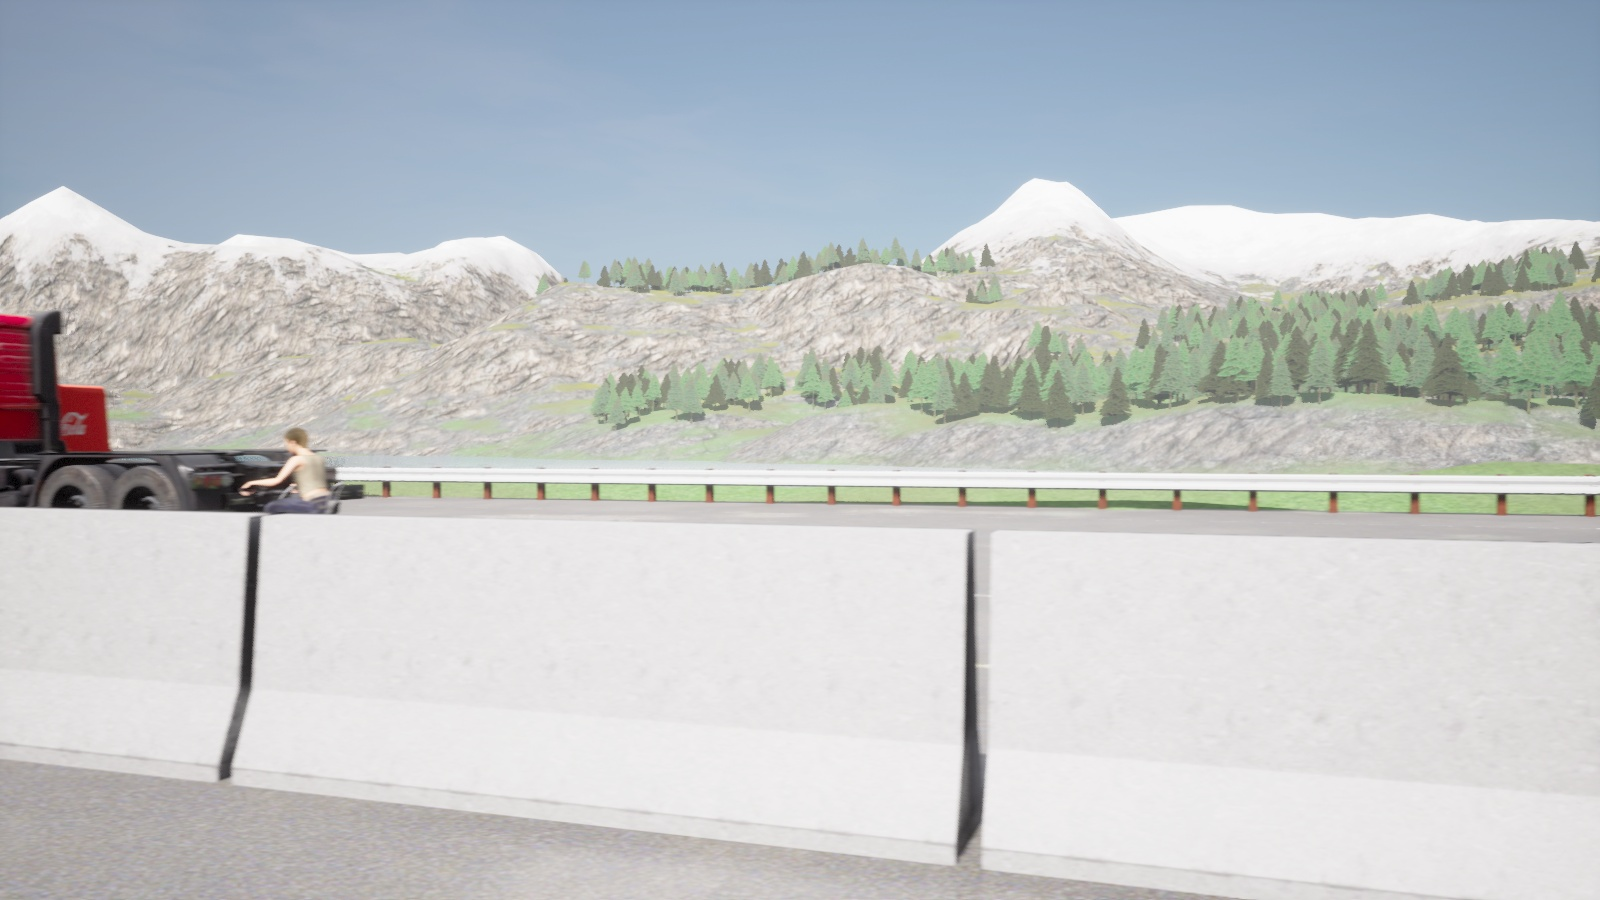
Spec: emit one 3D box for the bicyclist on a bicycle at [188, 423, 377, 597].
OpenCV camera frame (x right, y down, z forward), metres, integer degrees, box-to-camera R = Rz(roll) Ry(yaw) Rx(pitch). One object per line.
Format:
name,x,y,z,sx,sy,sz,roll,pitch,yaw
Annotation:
bicyclist on a bicycle,-5.047,0.548,12.271,1.509,1.612,0.866,1,1,19

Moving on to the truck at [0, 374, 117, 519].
truck,-15.777,-0.092,23.265,5.204,2.467,2.627,1,1,19

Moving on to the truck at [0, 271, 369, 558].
truck,-10.354,-0.478,17.739,7.936,3.462,2.891,1,1,19
